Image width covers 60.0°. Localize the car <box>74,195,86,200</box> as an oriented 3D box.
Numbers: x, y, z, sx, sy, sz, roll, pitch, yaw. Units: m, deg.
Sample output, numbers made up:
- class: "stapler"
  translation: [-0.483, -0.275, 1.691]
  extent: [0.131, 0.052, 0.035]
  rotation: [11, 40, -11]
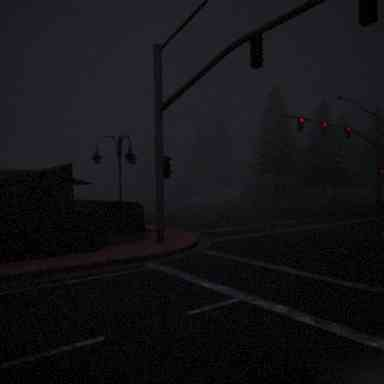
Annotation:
- class: "car"
  translation: [-17.128, 1.223, 49.246]
  extent: [1.837, 1.490, 4.892]
  rotation: [-1, 1, -36]
